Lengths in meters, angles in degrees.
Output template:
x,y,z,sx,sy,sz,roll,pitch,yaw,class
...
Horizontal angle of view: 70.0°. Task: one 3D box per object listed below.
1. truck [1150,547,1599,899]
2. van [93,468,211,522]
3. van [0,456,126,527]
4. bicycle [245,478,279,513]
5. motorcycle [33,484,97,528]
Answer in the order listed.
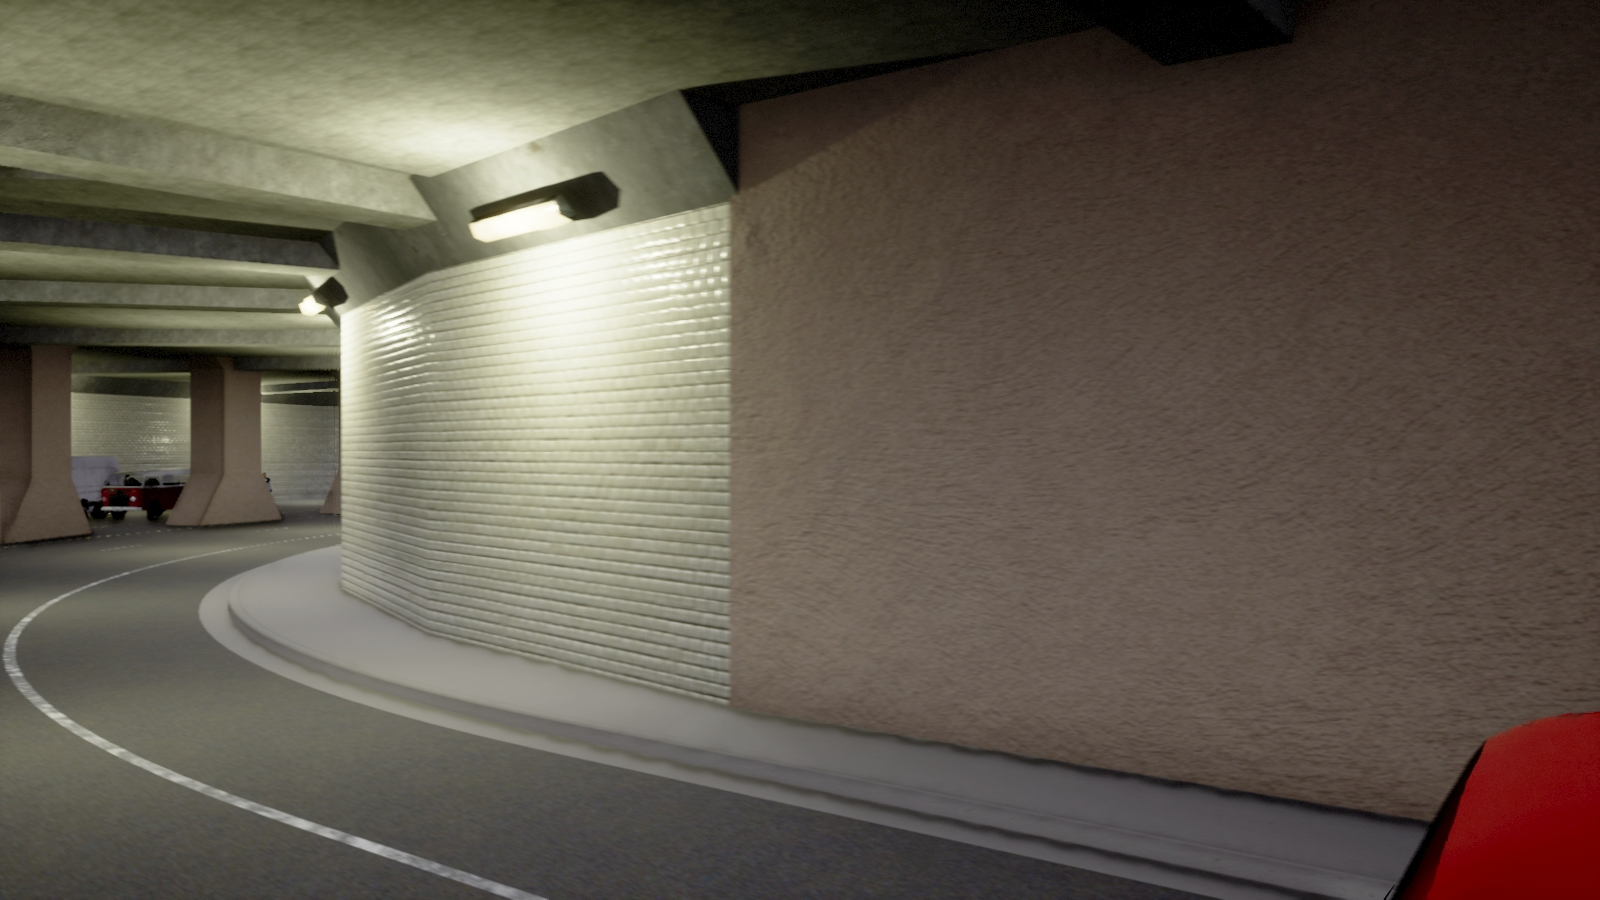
x,y,z,sx,sy,sz,roll,pitch,yaw,class
3.434,1.568,1.377,5.204,2.467,2.627,0,0,35,truck
-26.586,1.784,47.055,2.069,2.038,4.480,0,0,5,van
-29.758,1.535,45.077,1.988,2.561,5.915,0,0,12,van
-24.403,2.045,51.835,0.373,1.521,1.643,0,0,18,bicycle
-26.872,2.034,41.813,0.803,1.505,2.033,0,0,11,motorcycle
